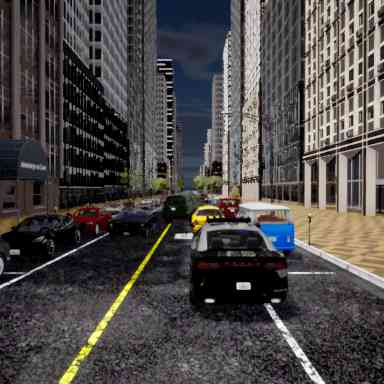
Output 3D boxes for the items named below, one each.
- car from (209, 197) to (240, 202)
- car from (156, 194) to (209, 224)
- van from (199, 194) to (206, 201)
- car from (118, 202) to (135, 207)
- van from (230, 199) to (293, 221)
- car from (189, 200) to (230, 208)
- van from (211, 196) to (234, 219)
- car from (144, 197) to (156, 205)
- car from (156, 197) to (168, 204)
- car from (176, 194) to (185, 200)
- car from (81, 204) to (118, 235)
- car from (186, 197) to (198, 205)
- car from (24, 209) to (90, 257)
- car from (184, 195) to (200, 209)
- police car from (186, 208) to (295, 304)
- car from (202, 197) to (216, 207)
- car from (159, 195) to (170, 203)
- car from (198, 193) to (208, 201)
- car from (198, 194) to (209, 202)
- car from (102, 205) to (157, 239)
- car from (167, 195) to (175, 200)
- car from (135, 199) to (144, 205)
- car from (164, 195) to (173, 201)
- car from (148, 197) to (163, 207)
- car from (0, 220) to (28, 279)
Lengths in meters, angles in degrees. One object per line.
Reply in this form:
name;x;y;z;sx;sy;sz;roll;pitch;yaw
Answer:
car;2.659;1.309;24.254;2.192;1.841;5.009;-1;0;0
car;-0.164;1.215;24.615;2.150;2.045;5.566;-1;0;24
van;2.608;1.318;86.774;1.690;1.788;3.998;-1;0;0
car;-5.720;1.545;24.247;2.008;1.369;4.403;-1;0;0
van;2.669;1.338;12.887;1.690;1.788;3.998;-1;0;0
car;0.884;1.451;18.421;1.801;1.575;5.366;0;0;0
van;2.655;1.334;29.938;1.690;1.788;3.998;-1;0;0
car;-5.733;1.541;41.298;2.008;1.369;4.403;-1;0;0
car;-5.752;1.566;64.032;1.802;1.307;4.206;-1;0;0
car;-3.075;1.326;90.310;2.097;1.767;4.553;0;0;0
car;-5.714;1.540;18.563;1.887;1.381;4.507;-1;0;0
car;-0.050;1.549;59.242;1.994;1.385;4.181;0;0;0
car;-5.710;1.563;12.880;1.947;1.339;4.313;-1;0;0
car;-0.018;1.341;46.142;2.097;1.767;4.553;0;0;0
police car;0.891;1.423;8.341;1.930;1.638;5.238;0;0;0
car;2.638;1.538;52.672;2.008;1.369;4.403;-1;0;0
car;-5.757;1.422;69.716;1.967;1.590;4.097;-1;0;0
car;2.613;1.294;81.091;2.192;1.841;5.009;-1;0;0
car;2.617;1.296;75.407;2.192;1.841;5.009;-1;0;0
car;-3.013;1.597;17.466;1.895;1.301;4.718;0;0;0
car;-5.775;1.540;92.451;1.947;1.339;4.313;-1;0;0
car;-5.724;1.575;29.931;1.802;1.307;4.206;-1;0;0
car;-5.765;1.504;80.914;1.752;1.417;4.829;-1;0;0
car;-5.742;1.538;52.665;2.008;1.369;4.403;-1;0;0
car;-5.705;1.549;7.196;2.008;1.369;4.403;-1;0;0
